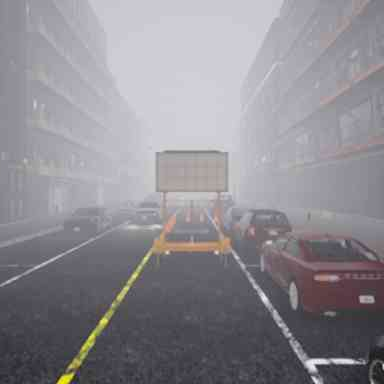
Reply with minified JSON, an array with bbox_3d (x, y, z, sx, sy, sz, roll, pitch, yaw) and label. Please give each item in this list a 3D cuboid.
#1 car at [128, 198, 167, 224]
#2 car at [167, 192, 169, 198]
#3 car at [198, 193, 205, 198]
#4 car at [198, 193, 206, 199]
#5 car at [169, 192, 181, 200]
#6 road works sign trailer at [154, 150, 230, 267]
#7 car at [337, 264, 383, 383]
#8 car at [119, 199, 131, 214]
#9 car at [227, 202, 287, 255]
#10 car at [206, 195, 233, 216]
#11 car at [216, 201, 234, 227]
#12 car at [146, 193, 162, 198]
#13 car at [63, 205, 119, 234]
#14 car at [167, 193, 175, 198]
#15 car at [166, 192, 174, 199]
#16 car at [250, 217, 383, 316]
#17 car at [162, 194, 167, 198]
[{"bbox_3d":[-3.102,1.392,23.885,1.812,1.442,4.674,0,0,0],"label":"car"},{"bbox_3d":[-5.698,0.846,80.622,2.192,1.841,5.009,0,0,0],"label":"car"},{"bbox_3d":[2.680,1.008,91.893,1.887,1.381,4.507,0,0,0],"label":"car"},{"bbox_3d":[2.681,1.056,80.790,1.752,1.417,4.829,0,0,0],"label":"car"},{"bbox_3d":[-3.034,1.151,65.068,1.812,1.442,4.674,0,0,1],"label":"car"},{"bbox_3d":[-0.002,0.402,11.111,2.380,3.560,2.880,0,0,0],"label":"road works sign trailer"},{"bbox_3d":[2.691,1.556,1.712,1.947,1.339,4.313,0,0,0],"label":"car"},{"bbox_3d":[-5.693,1.358,29.726,1.752,1.417,4.829,0,0,0],"label":"car"},{"bbox_3d":[2.690,1.368,12.984,1.967,1.590,4.097,0,0,0],"label":"car"},{"bbox_3d":[2.689,1.147,29.892,2.192,1.841,5.009,0,0,0],"label":"car"},{"bbox_3d":[2.689,1.447,18.620,2.008,1.369,4.403,0,0,0],"label":"car"},{"bbox_3d":[-5.695,1.173,46.805,1.967,1.590,4.097,0,0,0],"label":"car"},{"bbox_3d":[-5.692,1.462,18.623,1.947,1.339,4.313,0,0,0],"label":"car"},{"bbox_3d":[-5.701,1.008,91.896,1.887,1.381,4.507,0,0,0],"label":"car"},{"bbox_3d":[-5.700,0.937,86.258,1.967,1.590,4.097,0,0,0],"label":"car"},{"bbox_3d":[2.691,1.504,7.348,1.887,1.381,4.507,0,0,0],"label":"car"},{"bbox_3d":[-5.695,1.015,52.441,2.192,1.841,5.009,0,0,0],"label":"car"}]
